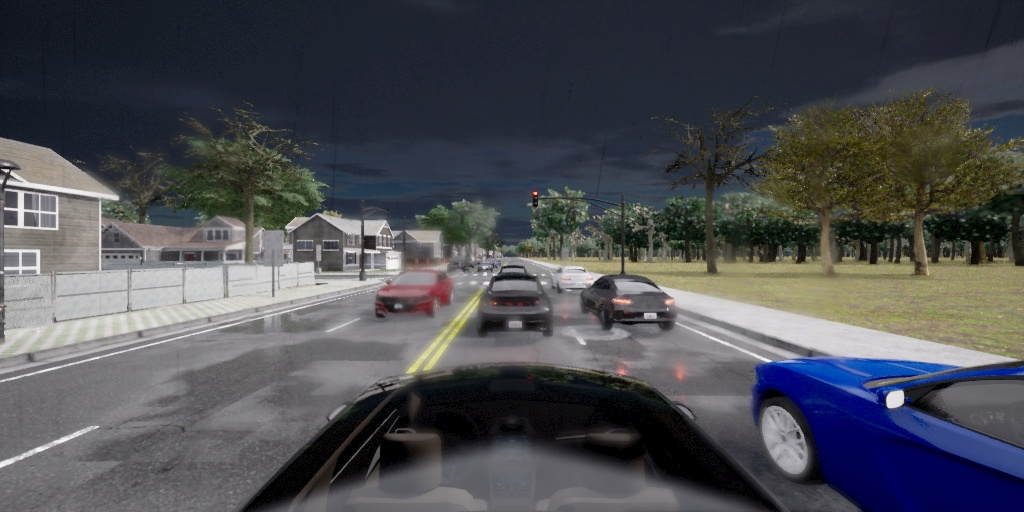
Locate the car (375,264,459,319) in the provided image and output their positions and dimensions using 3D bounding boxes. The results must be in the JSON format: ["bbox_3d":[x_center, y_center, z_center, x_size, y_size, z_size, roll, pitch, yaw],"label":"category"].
[{"bbox_3d":[-3.341,1.227,13.094,1.882,1.535,5.008,0,0,0],"label":"car"}]

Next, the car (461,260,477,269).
[{"bbox_3d":[-6.537,1.334,55.251,1.895,1.301,4.718,0,0,0],"label":"car"}]

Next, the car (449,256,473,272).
[{"bbox_3d":[-6.557,0.964,45.088,2.150,2.045,5.566,0,0,0],"label":"car"}]

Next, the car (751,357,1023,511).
[{"bbox_3d":[3.350,1.228,1.615,1.882,1.535,5.008,0,0,0],"label":"car"}]

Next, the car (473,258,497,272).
[{"bbox_3d":[-3.314,1.233,45.419,2.128,1.511,4.902,0,0,-1],"label":"car"}]

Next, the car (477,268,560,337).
[{"bbox_3d":[0.091,1.255,10.293,1.837,1.490,4.892,0,0,0],"label":"car"}]

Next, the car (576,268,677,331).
[{"bbox_3d":[3.342,1.276,10.930,1.812,1.442,4.674,0,0,0],"label":"car"}]

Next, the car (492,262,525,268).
[{"bbox_3d":[0.074,1.255,19.709,1.837,1.490,4.892,0,0,0],"label":"car"}]

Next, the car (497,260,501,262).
[{"bbox_3d":[-3.281,1.084,56.871,2.097,1.767,4.553,0,0,0],"label":"car"}]

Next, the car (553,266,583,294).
[{"bbox_3d":[3.327,1.276,20.035,1.812,1.442,4.674,0,0,0],"label":"car"}]
